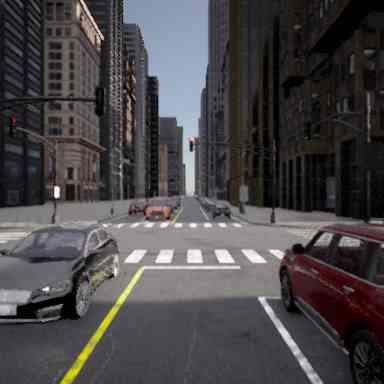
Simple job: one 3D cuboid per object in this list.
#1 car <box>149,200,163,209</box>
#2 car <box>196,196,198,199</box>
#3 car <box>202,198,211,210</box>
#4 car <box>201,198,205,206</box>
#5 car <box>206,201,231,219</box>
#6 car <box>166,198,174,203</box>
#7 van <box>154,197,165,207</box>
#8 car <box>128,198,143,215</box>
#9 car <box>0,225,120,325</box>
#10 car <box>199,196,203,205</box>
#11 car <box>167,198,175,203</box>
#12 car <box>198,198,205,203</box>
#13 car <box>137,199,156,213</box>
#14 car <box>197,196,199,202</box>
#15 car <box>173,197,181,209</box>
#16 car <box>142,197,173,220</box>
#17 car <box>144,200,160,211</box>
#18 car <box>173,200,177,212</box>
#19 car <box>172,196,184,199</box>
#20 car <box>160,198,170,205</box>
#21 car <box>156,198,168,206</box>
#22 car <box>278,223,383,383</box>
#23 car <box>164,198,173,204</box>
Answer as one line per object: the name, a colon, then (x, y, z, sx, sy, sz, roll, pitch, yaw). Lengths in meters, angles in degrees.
car: (-5.813, 2.012, 54.331, 1.802, 1.307, 4.206, 0, 0, 0)
car: (2.685, 2.211, 82.551, 1.887, 1.381, 4.507, 0, 0, 0)
car: (2.722, 1.889, 43.068, 2.008, 1.369, 4.403, 0, 0, 0)
car: (2.717, 1.929, 48.709, 1.887, 1.381, 4.507, 0, 0, 0)
car: (2.733, 1.800, 31.787, 2.008, 1.369, 4.403, 0, 0, 0)
car: (-5.845, 2.239, 88.005, 1.752, 1.417, 4.829, 0, 0, 0)
van: (-5.819, 1.817, 59.974, 1.690, 1.788, 3.998, 0, 0, 0)
car: (-5.798, 1.609, 37.412, 2.192, 1.841, 5.009, 0, 0, 0)
car: (-2.894, 1.550, 7.512, 2.128, 1.511, 4.902, 0, 0, -1)
car: (2.706, 1.916, 59.990, 1.967, 1.590, 4.097, 0, 0, 0)
car: (-5.851, 2.330, 93.815, 1.947, 1.339, 4.313, 0, -1, 0)
car: (2.674, 2.291, 94.002, 1.752, 1.417, 4.829, 0, -1, 0)
car: (-5.803, 1.779, 43.052, 1.967, 1.590, 4.097, 0, 0, 0)
car: (2.695, 2.010, 71.271, 1.967, 1.590, 4.097, 0, 0, 0)
car: (-3.118, 1.946, 50.520, 2.033, 1.411, 5.357, 0, 0, 0)
car: (-3.068, 1.593, 30.736, 2.097, 1.767, 4.553, 0, 0, -2)
car: (-5.808, 1.950, 48.692, 1.947, 1.339, 4.313, 0, 0, 0)
car: (-3.127, 1.916, 40.082, 1.895, 1.301, 4.718, 0, 0, 0)
car: (-3.057, 1.978, 61.193, 2.128, 1.511, 4.902, 0, -1, 0)
car: (-5.829, 2.094, 71.083, 1.752, 1.417, 4.829, 0, 0, 0)
car: (-5.824, 1.963, 65.614, 1.967, 1.590, 4.097, 0, 0, 0)
car: (2.758, 1.353, 4.816, 2.192, 1.841, 5.009, 0, 0, 0)
car: (-5.840, 2.232, 82.534, 1.947, 1.339, 4.313, 0, 0, 0)
